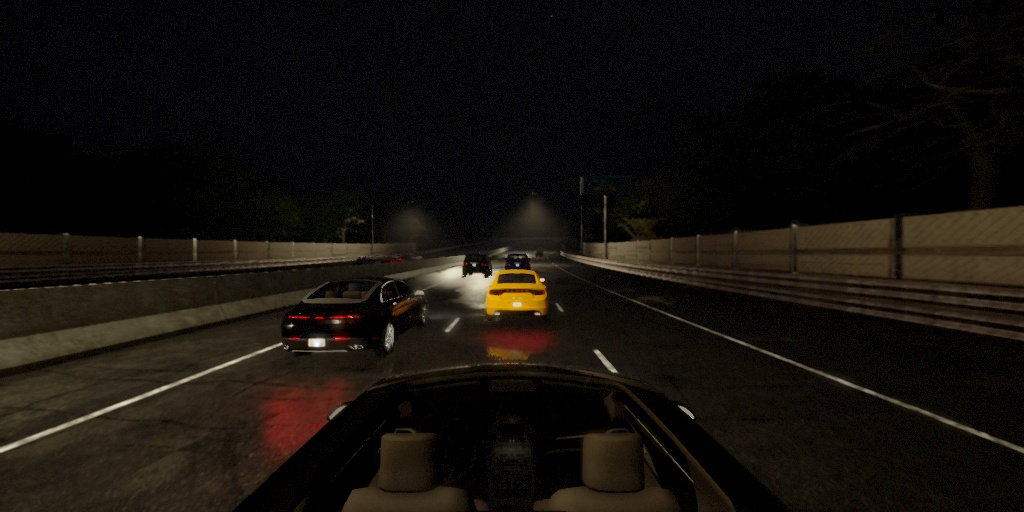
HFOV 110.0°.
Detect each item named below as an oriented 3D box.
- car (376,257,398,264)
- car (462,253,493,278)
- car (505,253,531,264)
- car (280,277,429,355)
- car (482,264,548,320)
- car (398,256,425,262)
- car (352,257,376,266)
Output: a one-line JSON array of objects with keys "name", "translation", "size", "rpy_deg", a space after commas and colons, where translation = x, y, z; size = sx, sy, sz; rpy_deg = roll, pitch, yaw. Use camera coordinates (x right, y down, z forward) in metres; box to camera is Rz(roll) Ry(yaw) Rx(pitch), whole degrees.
[{"name": "car", "translation": [-16.572, 0.808, 49.543], "size": [1.895, 1.301, 4.718], "rpy_deg": [0, 1, 3]}, {"name": "car", "translation": [-2.988, 0.778, 31.646], "size": [2.150, 2.045, 5.566], "rpy_deg": [0, 1, 1]}, {"name": "car", "translation": [0.515, 0.779, 31.699], "size": [2.150, 2.045, 5.566], "rpy_deg": [0, 1, 1]}, {"name": "car", "translation": [-3.363, 1.248, 8.621], "size": [1.837, 1.490, 4.892], "rpy_deg": [0, 0, 0]}, {"name": "car", "translation": [0.171, 1.211, 12.671], "size": [1.882, 1.535, 5.008], "rpy_deg": [0, 0, 0]}, {"name": "car", "translation": [-13.122, 0.728, 48.294], "size": [2.128, 1.511, 4.902], "rpy_deg": [0, 1, 3]}, {"name": "car", "translation": [-20.077, 0.781, 49.099], "size": [1.994, 1.385, 4.181], "rpy_deg": [0, 1, 3]}]
